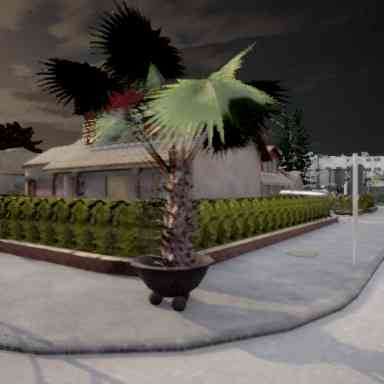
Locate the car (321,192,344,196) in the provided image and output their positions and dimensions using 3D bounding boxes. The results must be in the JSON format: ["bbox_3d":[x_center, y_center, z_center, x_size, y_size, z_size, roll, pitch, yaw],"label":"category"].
[{"bbox_3d":[28.071,0.989,65.133,3.866,1.878,1.905,0,0,-19],"label":"car"}]
